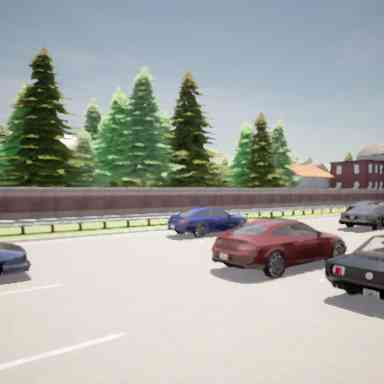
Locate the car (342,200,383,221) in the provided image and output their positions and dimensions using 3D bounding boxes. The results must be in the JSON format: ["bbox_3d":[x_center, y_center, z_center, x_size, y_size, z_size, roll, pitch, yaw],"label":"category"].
[{"bbox_3d":[14.267,1.436,26.821,4.674,1.442,1.812,0,0,-36],"label":"car"}]

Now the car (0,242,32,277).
[{"bbox_3d":[-6.697,1.551,7.567,5.357,1.411,2.033,0,0,-36],"label":"car"}]

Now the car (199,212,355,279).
[{"bbox_3d":[2.696,1.500,9.968,4.674,1.442,1.812,0,0,-36],"label":"car"}]

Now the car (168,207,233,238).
[{"bbox_3d":[0.939,1.490,17.314,4.674,1.442,1.812,0,0,-36],"label":"car"}]

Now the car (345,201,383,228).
[{"bbox_3d":[11.098,1.479,20.263,5.357,1.411,2.033,0,0,-36],"label":"car"}]

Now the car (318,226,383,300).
[{"bbox_3d":[5.101,1.573,7.386,4.718,1.301,1.895,0,0,-35],"label":"car"}]
